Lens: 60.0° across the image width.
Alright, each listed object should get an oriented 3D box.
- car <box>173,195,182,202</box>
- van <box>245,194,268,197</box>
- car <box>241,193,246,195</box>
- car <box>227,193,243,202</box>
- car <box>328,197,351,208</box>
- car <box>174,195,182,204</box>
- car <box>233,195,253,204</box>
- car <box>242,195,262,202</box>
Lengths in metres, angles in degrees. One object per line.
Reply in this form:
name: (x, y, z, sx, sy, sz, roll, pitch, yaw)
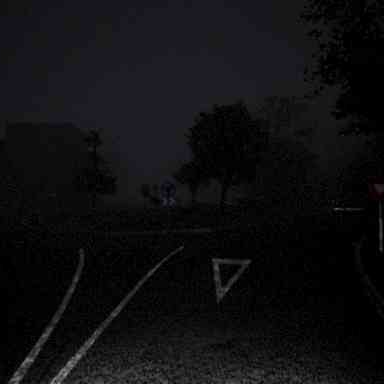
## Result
car: (-3.429, 1.519, 78.579, 2.033, 1.411, 5.357, 0, 0, -1)
van: (15.351, 1.550, 77.086, 4.442, 1.987, 1.878, 0, 1, -1)
car: (15.197, 1.677, 82.638, 5.366, 1.575, 1.946, 0, 1, -1)
car: (10.331, 1.705, 80.444, 1.837, 1.490, 4.892, 0, 1, -1)
car: (19.857, 1.403, 44.952, 1.812, 1.442, 4.674, 0, 0, 9)
car: (-3.035, 1.559, 62.242, 1.994, 1.385, 4.181, 0, 0, -2)
car: (10.605, 1.918, 69.196, 1.895, 1.301, 4.718, 1, -1, -10)
car: (15.370, 1.663, 85.415, 4.792, 1.488, 2.163, 0, 1, -1)
